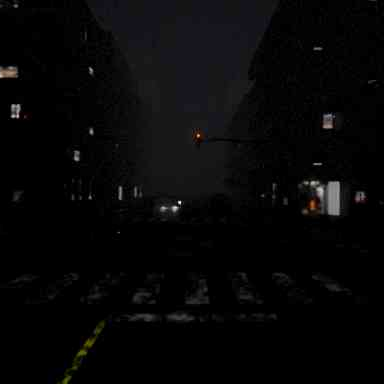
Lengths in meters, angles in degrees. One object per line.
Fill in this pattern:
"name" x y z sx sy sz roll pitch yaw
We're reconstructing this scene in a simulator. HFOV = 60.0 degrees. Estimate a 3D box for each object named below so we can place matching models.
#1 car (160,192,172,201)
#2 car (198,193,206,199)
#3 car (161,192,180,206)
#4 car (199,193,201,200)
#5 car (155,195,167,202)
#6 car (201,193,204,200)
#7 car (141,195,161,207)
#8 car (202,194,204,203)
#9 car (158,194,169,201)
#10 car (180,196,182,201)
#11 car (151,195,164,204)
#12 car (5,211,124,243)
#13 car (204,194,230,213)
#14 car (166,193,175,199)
"car" -5.680 0.854 72.422 2.192 1.841 5.009 0 0 0
"car" 2.702 1.006 89.066 1.887 1.381 4.507 0 0 0
"car" -3.080 1.169 46.330 1.882 1.535 5.008 0 0 0
"car" 2.698 1.187 55.779 2.008 1.369 4.403 0 0 0
"car" -5.682 1.185 61.330 1.802 1.307 4.206 0 0 0
"car" 2.698 1.213 50.230 1.887 1.381 4.507 0 0 0
"car" -5.684 1.268 44.683 1.947 1.339 4.313 0 0 0
"car" 2.697 1.226 44.851 1.752 1.417 4.829 0 0 0
"car" -5.681 1.136 66.876 1.947 1.339 4.313 0 0 0
"car" -2.990 1.135 66.847 1.994 1.385 4.181 0 0 0
"car" -5.683 1.162 55.610 1.752 1.417 4.829 0 0 0
"car" -5.490 1.504 14.816 4.718 1.301 1.895 0 0 0
"car" 2.695 1.083 33.583 2.192 1.841 5.009 0 0 0
"car" -5.678 1.013 89.067 2.008 1.369 4.403 0 0 0
